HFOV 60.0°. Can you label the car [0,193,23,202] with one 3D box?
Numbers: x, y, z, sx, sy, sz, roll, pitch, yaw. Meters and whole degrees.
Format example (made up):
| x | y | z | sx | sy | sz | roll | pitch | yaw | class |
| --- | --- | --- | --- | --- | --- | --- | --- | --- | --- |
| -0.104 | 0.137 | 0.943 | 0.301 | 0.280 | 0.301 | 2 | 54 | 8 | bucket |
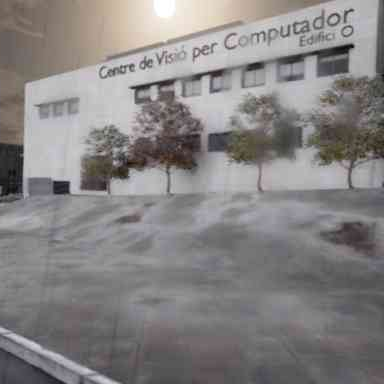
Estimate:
| x | y | z | sx | sy | sz | roll | pitch | yaw | class |
| --- | --- | --- | --- | --- | --- | --- | --- | --- | --- |
| -29.147 | 0.902 | 54.792 | 2.128 | 1.511 | 4.902 | 3 | 0 | 36 | car |
